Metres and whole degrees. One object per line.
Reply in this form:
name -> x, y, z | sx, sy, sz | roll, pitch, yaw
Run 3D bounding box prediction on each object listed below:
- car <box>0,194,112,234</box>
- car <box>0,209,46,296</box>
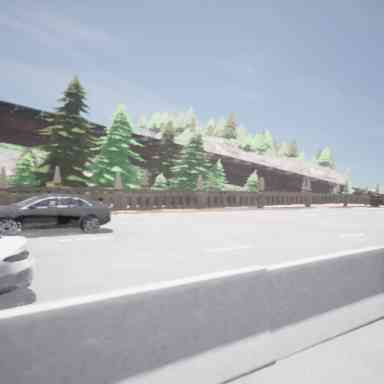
car -> -5.577, 0.829, 12.916 | 4.902, 1.511, 2.128 | 1, 2, -34
car -> -4.903, 1.156, 4.912 | 4.674, 1.442, 1.812 | 1, 2, -34
